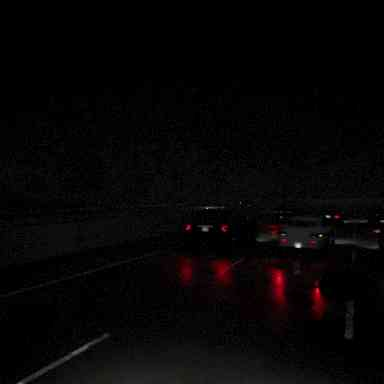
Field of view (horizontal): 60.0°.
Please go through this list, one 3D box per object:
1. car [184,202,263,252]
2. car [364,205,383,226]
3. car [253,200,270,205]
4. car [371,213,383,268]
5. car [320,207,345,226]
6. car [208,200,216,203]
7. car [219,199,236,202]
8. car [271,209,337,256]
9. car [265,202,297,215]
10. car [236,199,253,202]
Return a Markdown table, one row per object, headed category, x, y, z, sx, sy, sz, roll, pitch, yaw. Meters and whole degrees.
| category | x | y | z | sx | sy | sz | roll | pitch | yaw |
| --- | --- | --- | --- | --- | --- | --- | --- | --- | --- |
| car | 1.469 | 1.528 | 15.047 | 2.097 | 1.767 | 4.553 | 0 | -1 | 27 |
| car | 14.422 | 1.793 | 25.461 | 1.837 | 1.490 | 4.892 | 0 | 0 | 27 |
| car | 14.111 | 2.289 | 64.400 | 2.033 | 1.411 | 5.357 | 0 | -1 | 27 |
| car | 7.331 | 1.673 | 11.131 | 2.033 | 1.411 | 5.357 | 0 | -1 | 27 |
| car | 10.836 | 1.845 | 26.127 | 2.033 | 1.411 | 5.357 | 0 | -1 | 27 |
| car | 4.678 | 2.332 | 68.995 | 2.128 | 1.511 | 4.902 | 0 | -1 | 26 |
| car | 7.822 | 2.286 | 67.465 | 1.837 | 1.490 | 4.892 | 0 | -1 | 26 |
| car | 4.820 | 1.685 | 13.916 | 1.812 | 1.442 | 4.674 | 0 | -1 | 27 |
| car | 8.149 | 1.822 | 28.568 | 2.128 | 1.511 | 4.902 | 0 | -1 | 27 |
| car | 10.985 | 2.118 | 65.984 | 2.097 | 1.767 | 4.553 | 0 | -1 | 27 |
